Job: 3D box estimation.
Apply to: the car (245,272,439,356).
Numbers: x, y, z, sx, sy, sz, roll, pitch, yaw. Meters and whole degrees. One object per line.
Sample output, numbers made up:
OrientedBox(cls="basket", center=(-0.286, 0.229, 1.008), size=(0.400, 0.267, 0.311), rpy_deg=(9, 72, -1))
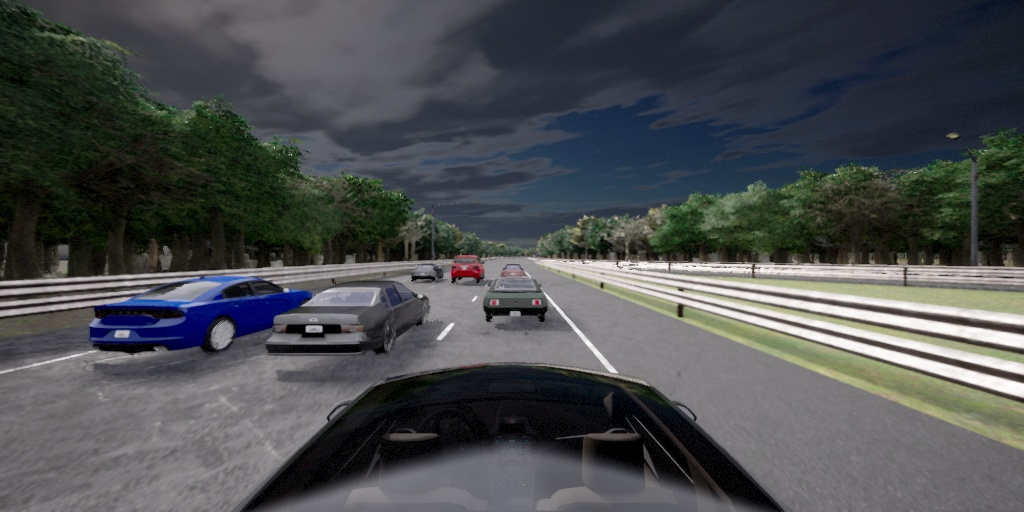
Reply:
OrientedBox(cls="car", center=(-3.405, 1.300, 8.651), size=(2.033, 1.411, 5.357), rpy_deg=(0, 0, 0))

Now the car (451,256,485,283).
OrientedBox(cls="car", center=(-3.400, 0.995, 28.279), size=(2.150, 2.045, 5.566), rpy_deg=(0, 0, 0))

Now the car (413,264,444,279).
OrientedBox(cls="car", center=(-6.902, 1.343, 29.688), size=(1.994, 1.385, 4.181), rpy_deg=(0, 0, 0))

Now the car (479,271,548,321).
OrientedBox(cls="car", center=(0.101, 1.356, 12.422), size=(1.895, 1.301, 4.718), rpy_deg=(0, 0, 0))

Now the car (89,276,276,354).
OrientedBox(cls="car", center=(-6.897, 1.227, 8.824), size=(1.882, 1.535, 5.008), rpy_deg=(0, 0, 0))

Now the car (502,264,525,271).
OrientedBox(cls="car", center=(0.097, 1.340, 29.647), size=(1.994, 1.385, 4.181), rpy_deg=(0, 0, 0))

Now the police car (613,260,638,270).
OrientedBox(cls="police car", center=(18.677, 1.484, 59.788), size=(2.038, 1.542, 4.974), rpy_deg=(0, 0, -18))
